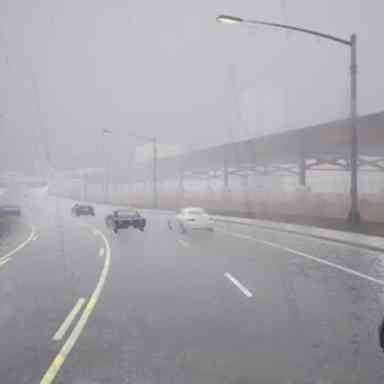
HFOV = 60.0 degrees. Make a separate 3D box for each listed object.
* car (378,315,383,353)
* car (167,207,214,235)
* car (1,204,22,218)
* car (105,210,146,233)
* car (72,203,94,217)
[{"bbox_3d":[3.380,1.502,2.375,1.812,1.442,4.674,-1,0,-2],"label":"car"},{"bbox_3d":[-0.162,1.656,20.058,1.812,1.442,4.674,-1,0,-19],"label":"car"},{"bbox_3d":[-21.001,2.126,38.802,1.882,1.535,5.008,-1,0,-27],"label":"car"},{"bbox_3d":[-4.443,1.817,21.607,1.895,1.301,4.718,-1,0,-23],"label":"car"},{"bbox_3d":[-12.449,1.971,37.855,2.163,1.488,4.792,-1,0,-27],"label":"car"}]
